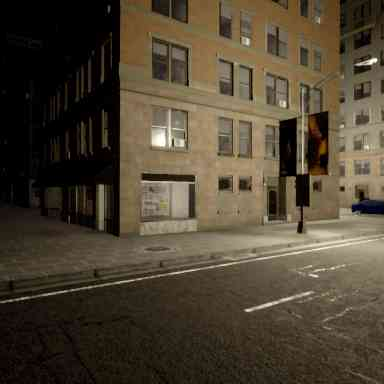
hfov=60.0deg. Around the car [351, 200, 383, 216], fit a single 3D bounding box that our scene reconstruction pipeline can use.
[{"bbox_3d":[17.176,1.467,30.380,1.882,1.535,5.008,0,0,-31],"label":"car"}]
